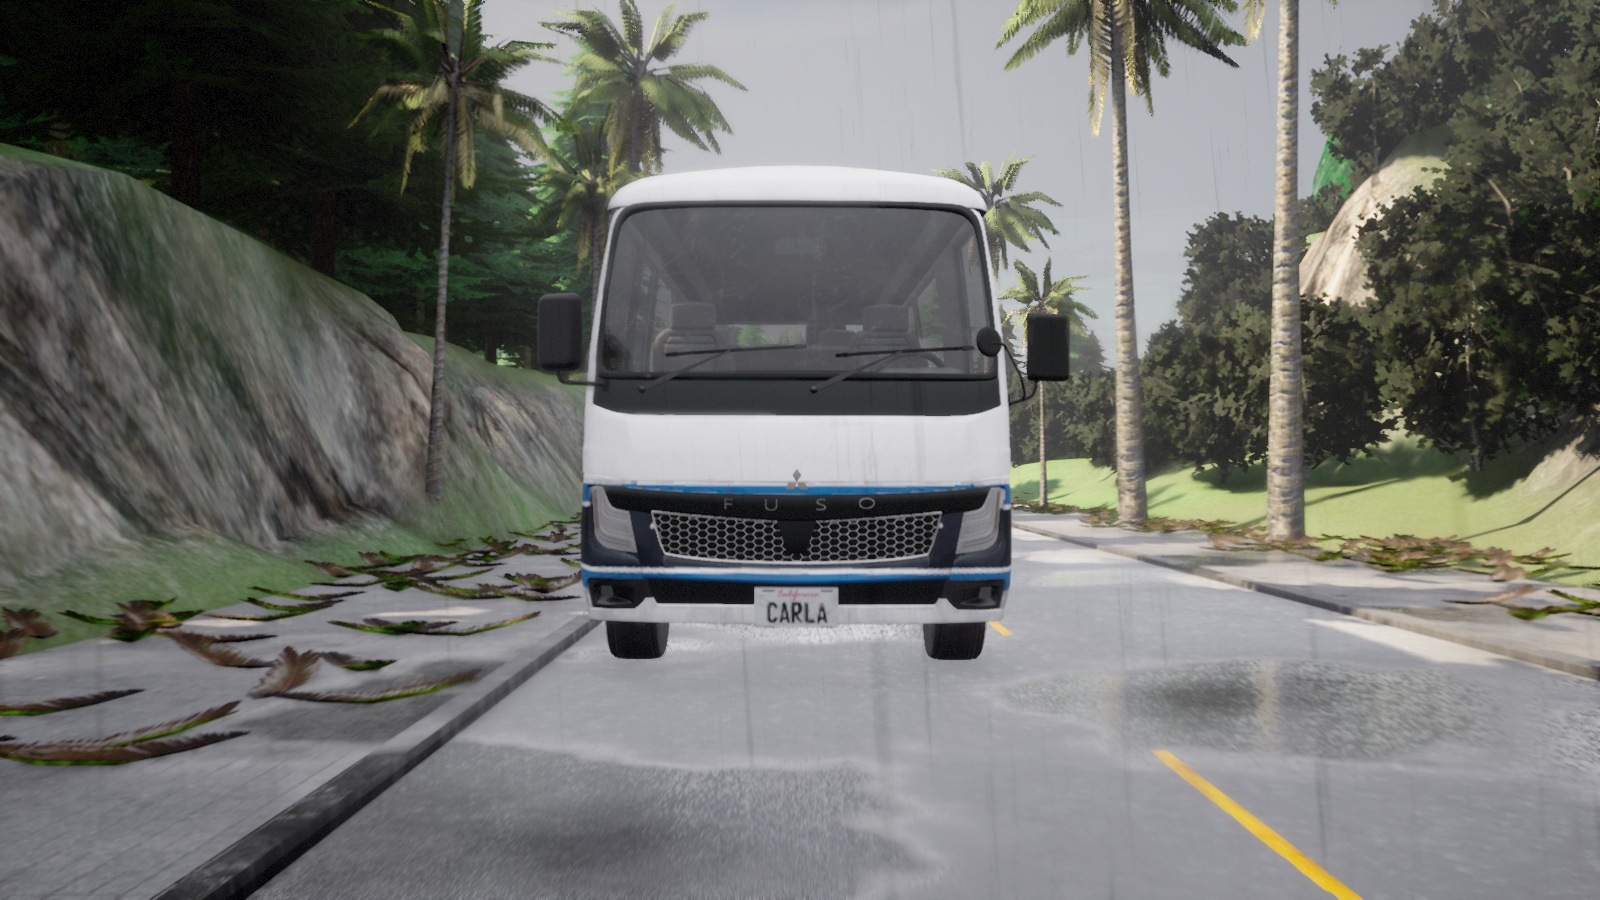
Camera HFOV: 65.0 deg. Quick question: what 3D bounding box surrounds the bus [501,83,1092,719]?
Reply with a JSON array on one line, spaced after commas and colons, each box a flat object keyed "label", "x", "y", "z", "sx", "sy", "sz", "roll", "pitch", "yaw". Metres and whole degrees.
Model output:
[{"label": "bus", "x": -0.040, "y": -0.335, "z": 13.563, "sx": 3.944, "sy": 4.253, "sz": 10.273, "roll": 0, "pitch": 0, "yaw": 0}]
